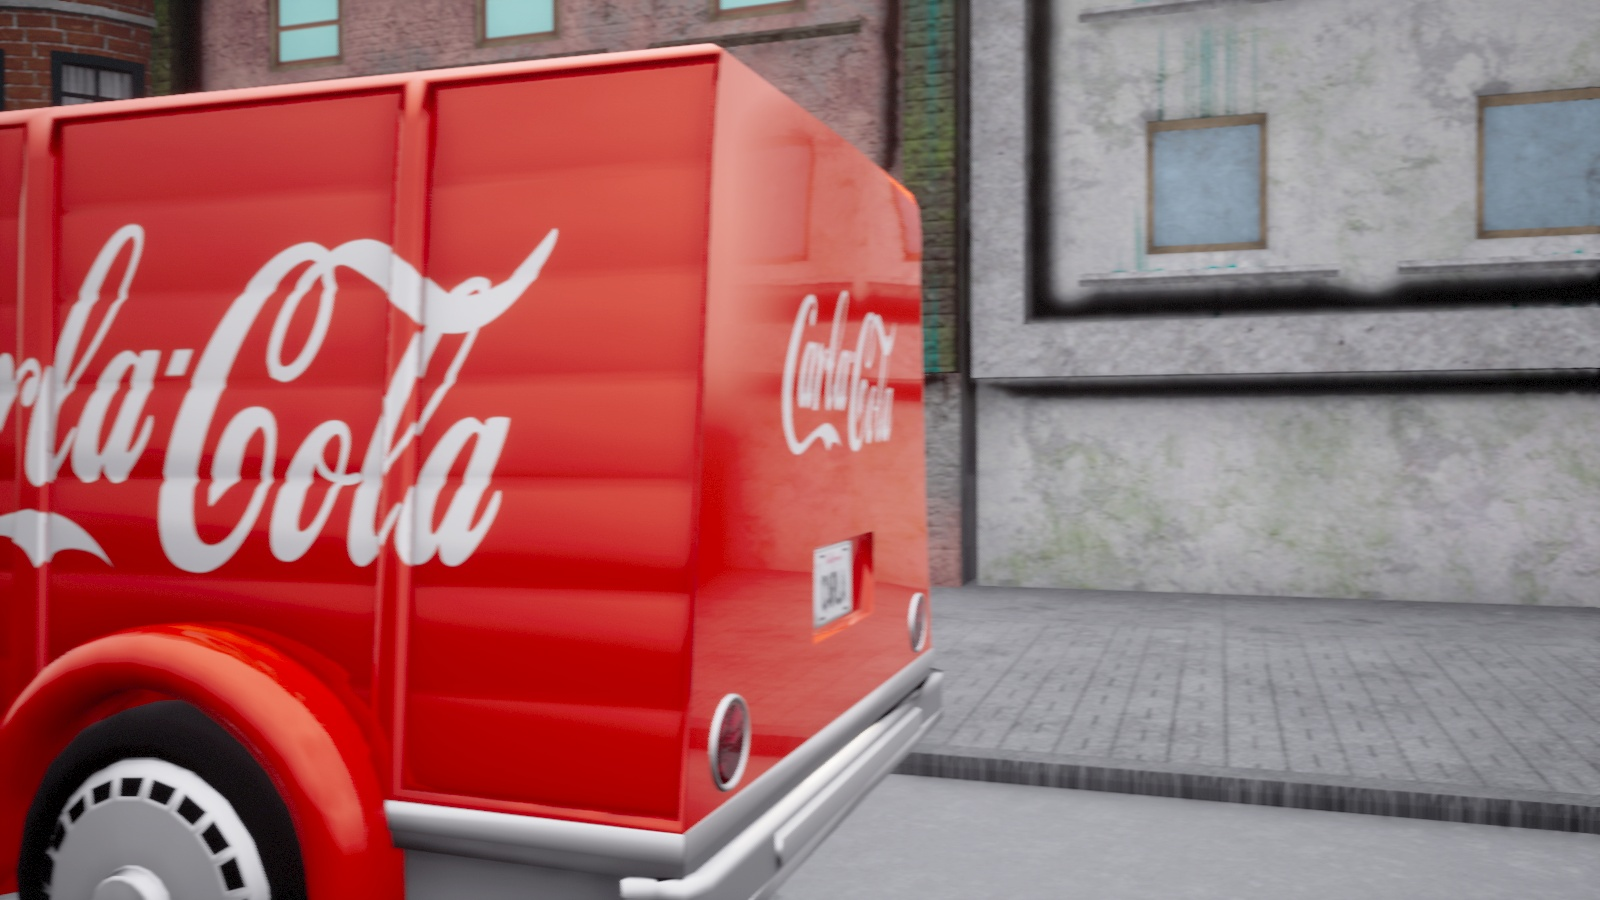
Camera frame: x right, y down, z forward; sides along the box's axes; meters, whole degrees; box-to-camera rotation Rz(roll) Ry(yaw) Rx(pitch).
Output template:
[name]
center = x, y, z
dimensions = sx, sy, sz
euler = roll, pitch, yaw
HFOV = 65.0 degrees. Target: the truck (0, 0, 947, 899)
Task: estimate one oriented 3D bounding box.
[truck]
center = -2.317, 0.259, 4.493
dimensions = 5.204, 2.467, 2.627
euler = 1, 1, 19
